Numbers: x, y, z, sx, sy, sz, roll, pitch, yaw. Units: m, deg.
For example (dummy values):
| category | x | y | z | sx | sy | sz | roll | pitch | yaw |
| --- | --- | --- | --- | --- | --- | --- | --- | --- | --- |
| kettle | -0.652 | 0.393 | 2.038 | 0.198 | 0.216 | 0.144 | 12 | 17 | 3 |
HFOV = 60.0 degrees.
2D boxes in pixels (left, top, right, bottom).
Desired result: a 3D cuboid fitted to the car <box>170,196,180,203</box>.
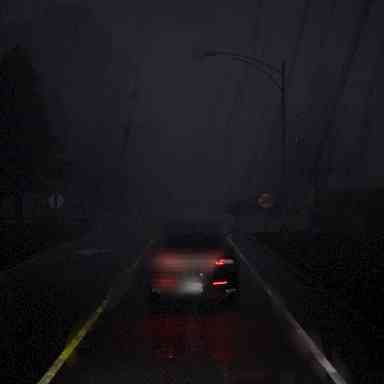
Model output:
| category | x | y | z | sx | sy | sz | roll | pitch | yaw |
| --- | --- | --- | --- | --- | --- | --- | --- | --- | --- |
| car | -3.492 | 1.506 | 69.329 | 1.837 | 1.490 | 4.892 | 0 | 0 | 0 |

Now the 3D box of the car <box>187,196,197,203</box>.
| category | x | y | z | sx | sy | sz | roll | pitch | yaw |
| --- | --- | --- | --- | --- | --- | --- | --- | --- | --- |
| car | 0.011 | 1.491 | 69.592 | 2.128 | 1.511 | 4.902 | 0 | 0 | 0 |

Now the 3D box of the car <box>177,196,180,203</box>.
| category | x | y | z | sx | sy | sz | roll | pitch | yaw |
| --- | --- | --- | --- | --- | --- | --- | --- | --- | --- |
| car | -3.567 | 1.478 | 57.604 | 1.882 | 1.535 | 5.008 | 0 | 0 | 0 |

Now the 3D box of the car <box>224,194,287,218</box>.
| category | x | y | z | sx | sy | sz | roll | pitch | yaw |
| --- | --- | --- | --- | --- | --- | --- | --- | --- | --- |
| car | 5.721 | 1.213 | 30.080 | 5.566 | 2.045 | 2.150 | 0 | 0 | -2 |

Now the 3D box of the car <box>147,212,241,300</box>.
| category | x | y | z | sx | sy | sz | roll | pitch | yaw |
| --- | --- | --- | --- | --- | --- | --- | --- | --- | --- |
| car | 0.055 | 1.492 | 8.361 | 2.128 | 1.511 | 4.902 | 0 | 0 | 0 |

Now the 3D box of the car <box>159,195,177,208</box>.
| category | x | y | z | sx | sy | sz | roll | pitch | yaw |
| --- | --- | --- | --- | --- | --- | --- | --- | --- | --- |
| car | -3.584 | 1.547 | 47.364 | 2.033 | 1.411 | 5.357 | 0 | 0 | 0 |
